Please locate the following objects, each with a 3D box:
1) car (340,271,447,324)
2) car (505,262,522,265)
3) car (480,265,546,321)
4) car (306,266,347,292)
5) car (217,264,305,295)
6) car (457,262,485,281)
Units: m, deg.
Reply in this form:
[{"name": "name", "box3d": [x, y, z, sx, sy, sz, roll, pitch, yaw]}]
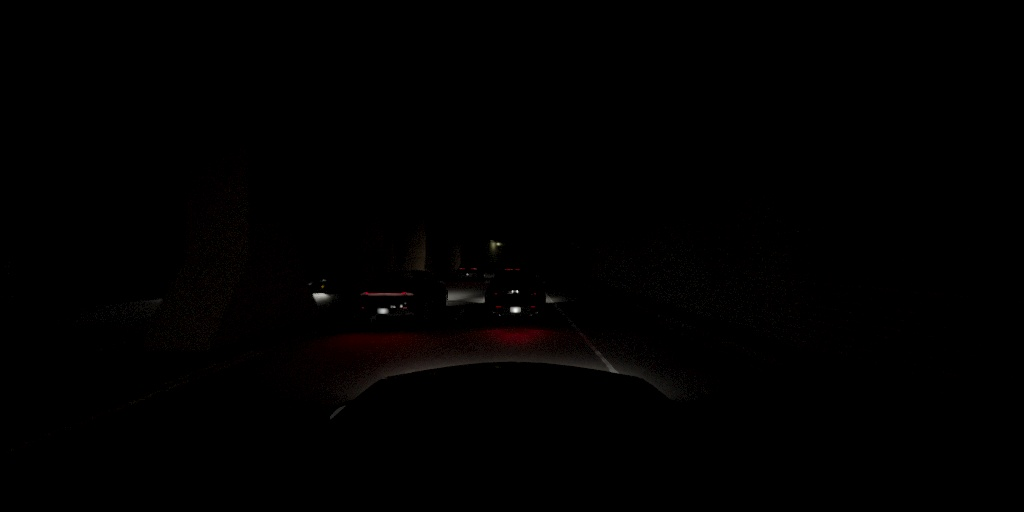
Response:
[{"name": "car", "box3d": [-3.400, 1.228, 11.871, 2.128, 1.511, 4.902, 0, 0, 0]}, {"name": "car", "box3d": [0.099, 1.216, 30.068, 1.837, 1.490, 4.892, 0, 0, 0]}, {"name": "car", "box3d": [0.100, 1.240, 12.391, 1.837, 1.490, 4.892, 0, 0, 0]}, {"name": "car", "box3d": [-10.600, 1.287, 20.672, 1.994, 1.385, 4.181, 0, 0, 0]}, {"name": "car", "box3d": [-14.100, 1.249, 20.559, 1.812, 1.442, 4.674, 0, 0, 0]}, {"name": "car", "box3d": [-3.400, 1.202, 29.982, 2.128, 1.511, 4.902, 0, 0, 0]}]
